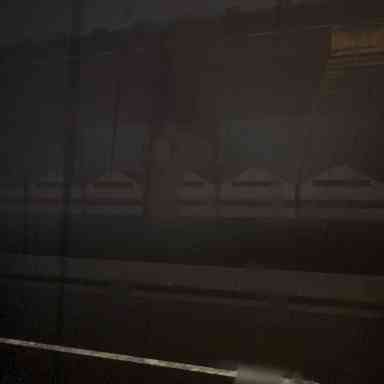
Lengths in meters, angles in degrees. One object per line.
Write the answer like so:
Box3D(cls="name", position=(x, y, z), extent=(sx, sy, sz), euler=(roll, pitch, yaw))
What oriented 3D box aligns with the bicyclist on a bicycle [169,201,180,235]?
Box3D(cls="bicyclist on a bicycle", position=(-0.911, 1.294, 16.729), extent=(0.582, 1.620, 1.656), euler=(0, 2, -11))
